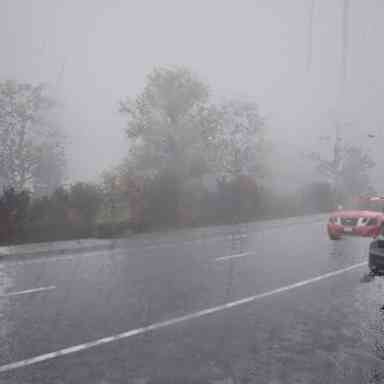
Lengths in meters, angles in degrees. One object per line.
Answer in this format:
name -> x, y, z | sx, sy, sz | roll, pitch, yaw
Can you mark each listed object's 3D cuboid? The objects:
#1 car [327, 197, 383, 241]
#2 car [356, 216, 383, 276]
car -> 8.602, 1.255, 16.014 | 5.566, 2.045, 2.150 | 0, 0, -44
car -> 6.676, 1.523, 9.365 | 4.892, 1.490, 1.837 | 0, 0, -41
